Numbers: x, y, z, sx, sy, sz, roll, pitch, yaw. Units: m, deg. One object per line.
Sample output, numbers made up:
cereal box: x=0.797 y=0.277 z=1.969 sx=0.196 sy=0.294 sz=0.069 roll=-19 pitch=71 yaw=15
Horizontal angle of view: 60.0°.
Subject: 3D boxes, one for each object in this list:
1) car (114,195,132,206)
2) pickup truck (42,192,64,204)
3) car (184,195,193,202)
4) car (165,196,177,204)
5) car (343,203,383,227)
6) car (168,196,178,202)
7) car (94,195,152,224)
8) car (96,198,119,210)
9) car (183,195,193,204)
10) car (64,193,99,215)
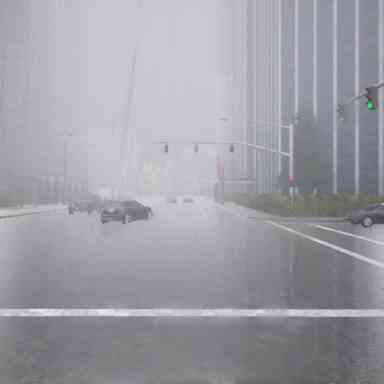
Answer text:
car: x=-11.244 y=1.352 z=54.579 sx=2.097 sy=1.767 sz=4.553 roll=0 pitch=0 yaw=-1
pickup truck: x=-24.323 y=1.059 z=59.995 sx=2.390 sy=2.098 sz=6.274 roll=0 pitch=0 yaw=30
car: x=-0.830 y=1.387 z=75.547 sx=1.882 sy=1.535 sz=5.008 roll=0 pitch=0 yaw=0
car: x=-4.142 y=1.601 z=64.957 sx=1.895 sy=1.301 sz=4.718 roll=0 pitch=0 yaw=0
car: x=12.633 y=1.505 z=22.033 sx=4.892 sy=1.490 sz=1.837 roll=0 pitch=0 yaw=0
car: x=-4.326 y=1.540 z=75.217 sx=2.033 sy=1.411 sz=5.357 roll=0 pitch=0 yaw=0
car: x=-4.764 y=1.352 z=24.736 sx=2.097 sy=1.767 sz=4.553 roll=0 pitch=0 yaw=22
car: x=-11.170 y=1.564 z=44.372 sx=1.994 sy=1.385 sz=4.181 roll=0 pitch=0 yaw=-1
car: x=-0.745 y=1.526 z=65.296 sx=1.812 sy=1.442 sz=4.674 roll=0 pitch=0 yaw=0
car: x=-11.086 y=1.221 z=34.843 sx=2.150 sy=2.045 sz=5.566 roll=0 pitch=0 yaw=-1
